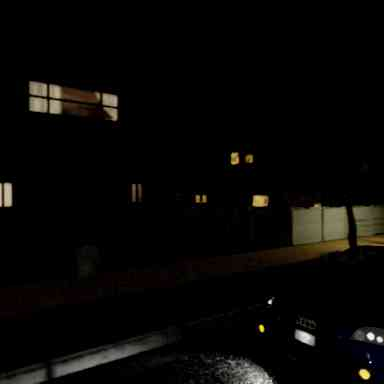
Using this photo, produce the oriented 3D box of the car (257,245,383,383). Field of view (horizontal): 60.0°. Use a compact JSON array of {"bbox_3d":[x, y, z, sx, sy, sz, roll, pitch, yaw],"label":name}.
[{"bbox_3d":[2.992,1.591,5.193,4.181,1.385,1.994,0,0,-35],"label":"car"}]
